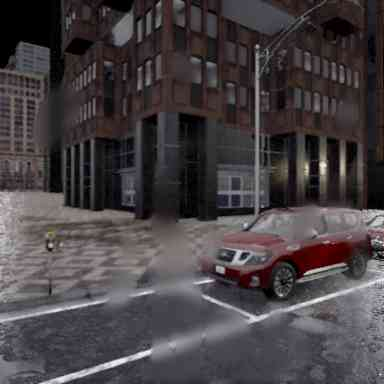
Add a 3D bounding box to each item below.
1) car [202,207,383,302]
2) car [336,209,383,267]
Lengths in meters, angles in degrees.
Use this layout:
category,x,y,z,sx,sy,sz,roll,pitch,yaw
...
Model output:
category,x,y,z,sx,sy,sz,roll,pitch,yaw
car,2.655,1.342,8.540,5.009,1.841,2.192,0,0,-35
car,7.152,1.483,11.745,4.097,1.590,1.967,0,0,-35
